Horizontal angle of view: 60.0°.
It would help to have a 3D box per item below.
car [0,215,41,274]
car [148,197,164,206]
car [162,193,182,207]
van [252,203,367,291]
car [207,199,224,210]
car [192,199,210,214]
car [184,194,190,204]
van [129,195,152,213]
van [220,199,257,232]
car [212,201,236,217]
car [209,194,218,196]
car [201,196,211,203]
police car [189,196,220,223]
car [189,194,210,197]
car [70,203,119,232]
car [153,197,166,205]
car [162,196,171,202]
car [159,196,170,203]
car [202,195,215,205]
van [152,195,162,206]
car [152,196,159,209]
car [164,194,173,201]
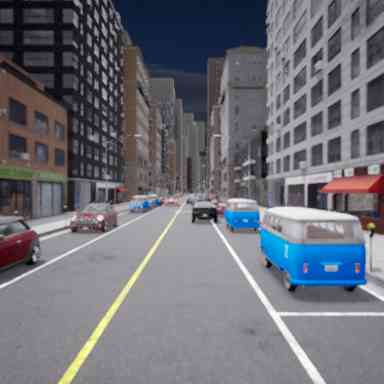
[{"bbox_3d":[-5.670,1.426,8.668,1.967,1.590,4.097,0,0,0],"label":"car"},{"bbox_3d":[-5.671,1.483,52.679,1.947,1.339,4.313,0,0,0],"label":"car"},{"bbox_3d":[-3.069,1.272,50.800,2.097,1.767,4.553,0,0,0],"label":"car"},{"bbox_3d":[2.855,1.327,8.667,1.690,1.788,3.998,0,0,0],"label":"van"},{"bbox_3d":[2.855,1.515,41.676,1.802,1.307,4.206,0,0,0],"label":"car"},{"bbox_3d":[0.899,1.469,35.349,1.812,1.442,4.674,0,0,0],"label":"car"},{"bbox_3d":[-0.002,1.471,60.585,1.994,1.385,4.181,0,0,0],"label":"car"},{"bbox_3d":[-5.671,1.282,36.175,1.690,1.788,3.998,0,0,0],"label":"van"},{"bbox_3d":[2.855,1.309,19.670,1.690,1.788,3.998,0,0,0],"label":"van"},{"bbox_3d":[2.855,1.532,30.674,1.802,1.307,4.206,0,0,0],"label":"car"},{"bbox_3d":[2.854,1.240,47.177,2.192,1.841,5.009,0,0,0],"label":"car"},{"bbox_3d":[2.853,1.447,69.183,2.008,1.369,4.403,0,0,0],"label":"car"},{"bbox_3d":[0.899,1.384,25.458,1.930,1.638,5.238,0,0,0],"label":"police car"},{"bbox_3d":[0.899,1.389,41.539,1.801,1.575,5.366,0,0,0],"label":"car"},{"bbox_3d":[-5.670,1.408,19.670,1.967,1.590,4.097,0,0,0],"label":"car"},{"bbox_3d":[-5.671,1.492,58.180,1.802,1.307,4.206,0,0,0],"label":"car"},{"bbox_3d":[-5.673,1.472,74.684,1.802,1.307,4.206,0,0,0],"label":"car"},{"bbox_3d":[-5.672,1.462,69.183,1.947,1.339,4.313,0,0,0],"label":"car"},{"bbox_3d":[2.854,1.350,58.180,1.967,1.590,4.097,0,0,0],"label":"car"},{"bbox_3d":[-5.671,1.266,47.177,1.690,1.788,3.998,0,0,0],"label":"van"},{"bbox_3d":[-5.671,1.484,41.676,2.008,1.369,4.403,0,0,0],"label":"car"},{"bbox_3d":[-5.673,1.324,80.185,1.967,1.590,4.097,0,0,0],"label":"car"}]
